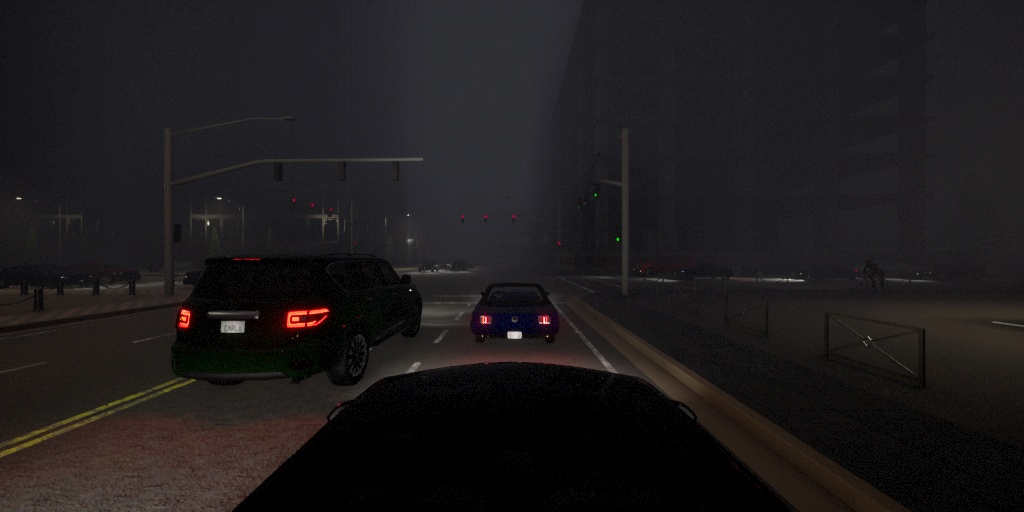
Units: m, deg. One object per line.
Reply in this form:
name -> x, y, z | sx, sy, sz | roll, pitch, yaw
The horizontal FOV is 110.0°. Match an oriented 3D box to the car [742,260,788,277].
car -> 23.647, 1.172, 32.801 | 5.008, 1.535, 1.882 | 0, 0, -1

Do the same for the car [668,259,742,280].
car -> 15.637, 1.220, 29.250 | 4.674, 1.442, 1.812 | 0, 0, 0

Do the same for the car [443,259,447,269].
car -> -10.619, 1.241, 55.250 | 2.128, 1.511, 4.902 | 0, 0, 0

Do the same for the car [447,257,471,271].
car -> -7.123, 1.255, 48.531 | 1.837, 1.490, 4.892 | 0, 0, 0

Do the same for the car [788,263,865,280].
car -> 25.601, 1.258, 29.310 | 4.181, 1.385, 1.994 | 0, 0, 0

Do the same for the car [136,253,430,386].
car -> -3.441, 0.971, 7.129 | 2.150, 2.045, 5.566 | 0, 0, 0

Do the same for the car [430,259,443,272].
car -> -10.623, 1.255, 45.907 | 1.837, 1.490, 4.892 | 0, 0, 0

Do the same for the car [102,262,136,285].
car -> -28.986, 1.172, 25.095 | 5.008, 1.535, 1.882 | 0, 0, 0

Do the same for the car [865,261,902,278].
car -> 33.642, 1.220, 32.831 | 4.674, 1.442, 1.812 | 0, 0, 0

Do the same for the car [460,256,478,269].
car -> -7.114, 1.227, 57.988 | 1.882, 1.535, 5.008 | 0, 0, 0

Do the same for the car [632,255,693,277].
car -> 13.918, 0.917, 32.766 | 5.566, 2.045, 2.150 | 0, 0, 0

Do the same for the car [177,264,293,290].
car -> -16.600, 1.251, 21.701 | 5.357, 1.411, 2.033 | 0, 0, -1

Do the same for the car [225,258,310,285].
car -> -17.180, 1.053, 25.397 | 4.553, 1.767, 2.097 | 0, 0, -3

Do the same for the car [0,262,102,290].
car -> -28.231, 1.220, 21.594 | 4.674, 1.442, 1.812 | 0, 0, 0

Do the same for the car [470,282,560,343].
car -> 0.075, 1.351, 9.644 | 1.895, 1.301, 4.718 | 0, 0, 0

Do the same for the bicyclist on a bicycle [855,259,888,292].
bicyclist on a bicycle -> 18.322, 0.998, 18.298 | 0.582, 1.620, 1.656 | 0, 0, 0

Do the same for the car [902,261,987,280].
car -> 35.595, 1.199, 29.336 | 4.892, 1.490, 1.837 | 0, 0, 0
